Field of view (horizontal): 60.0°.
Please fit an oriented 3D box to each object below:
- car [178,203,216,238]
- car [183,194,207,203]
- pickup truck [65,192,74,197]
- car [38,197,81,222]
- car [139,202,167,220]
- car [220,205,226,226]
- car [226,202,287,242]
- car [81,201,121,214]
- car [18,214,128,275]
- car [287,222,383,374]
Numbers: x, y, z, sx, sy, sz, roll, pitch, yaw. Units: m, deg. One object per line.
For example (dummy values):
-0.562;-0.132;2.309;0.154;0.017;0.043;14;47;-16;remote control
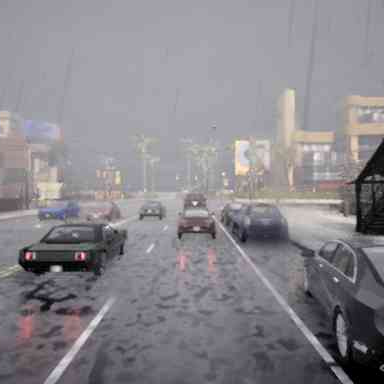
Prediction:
0.223;1.501;17.423;1.812;1.442;4.674;0;0;0;car
0.295;1.175;32.405;2.150;2.045;5.566;0;0;1;car
-28.241;0.970;83.373;6.274;2.098;2.390;0;0;0;pickup truck
-10.372;1.439;26.444;1.882;1.535;5.008;0;0;1;car
-3.237;1.507;27.985;2.033;1.411;5.357;0;0;0;car
3.046;1.447;22.794;2.097;1.535;5.008;0;0;0;car
3.162;1.331;16.368;2.185;1.767;4.553;0;0;0;car
-6.875;1.488;26.246;1.812;1.442;4.674;0;0;1;car
-3.298;1.586;10.349;1.895;1.301;4.718;0;0;0;car
3.089;1.473;5.593;2.231;1.521;4.892;0;0;10;car
